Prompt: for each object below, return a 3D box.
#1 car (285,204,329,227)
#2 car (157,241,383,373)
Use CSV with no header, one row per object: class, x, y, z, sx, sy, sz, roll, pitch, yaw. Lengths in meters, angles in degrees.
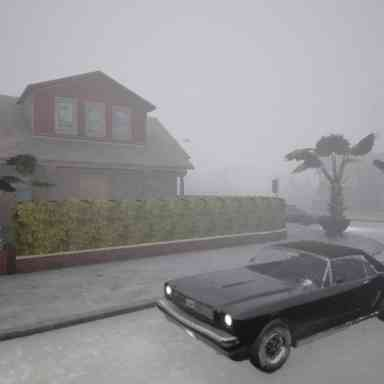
car,7.369,1.564,22.956,1.994,1.385,4.181,0,0,-35
car,1.825,1.601,5.716,4.718,1.301,1.895,0,0,-33
